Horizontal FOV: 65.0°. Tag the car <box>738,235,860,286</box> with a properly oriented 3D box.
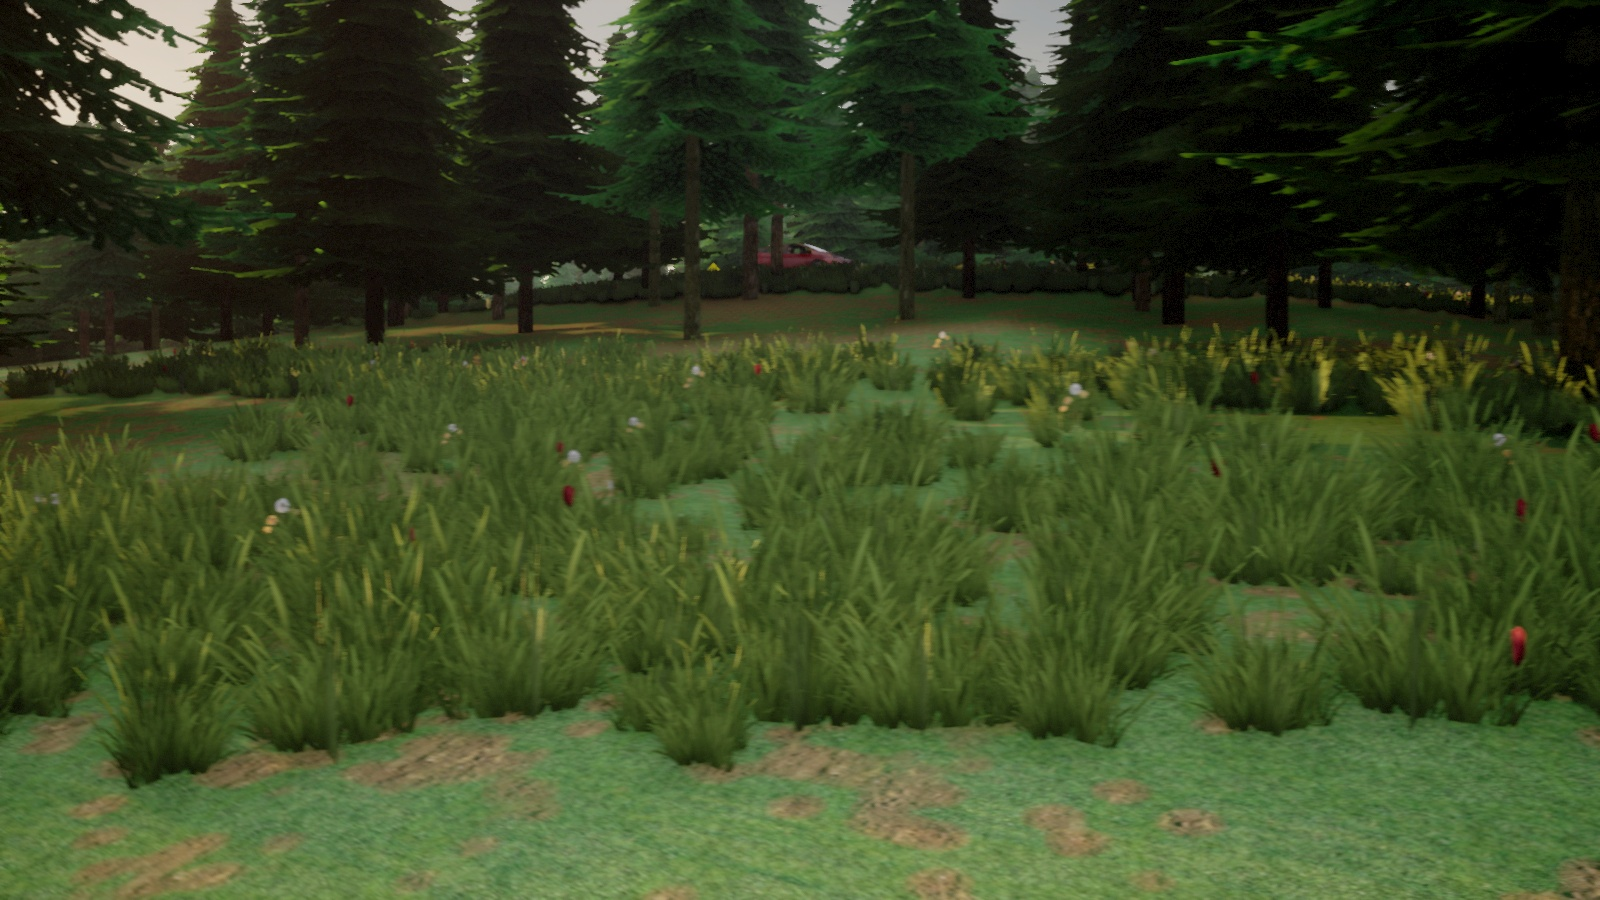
[{"bbox_3d":[-0.056,-7.575,50.395,4.514,1.525,2.007,1,2,32],"label":"car"}]
